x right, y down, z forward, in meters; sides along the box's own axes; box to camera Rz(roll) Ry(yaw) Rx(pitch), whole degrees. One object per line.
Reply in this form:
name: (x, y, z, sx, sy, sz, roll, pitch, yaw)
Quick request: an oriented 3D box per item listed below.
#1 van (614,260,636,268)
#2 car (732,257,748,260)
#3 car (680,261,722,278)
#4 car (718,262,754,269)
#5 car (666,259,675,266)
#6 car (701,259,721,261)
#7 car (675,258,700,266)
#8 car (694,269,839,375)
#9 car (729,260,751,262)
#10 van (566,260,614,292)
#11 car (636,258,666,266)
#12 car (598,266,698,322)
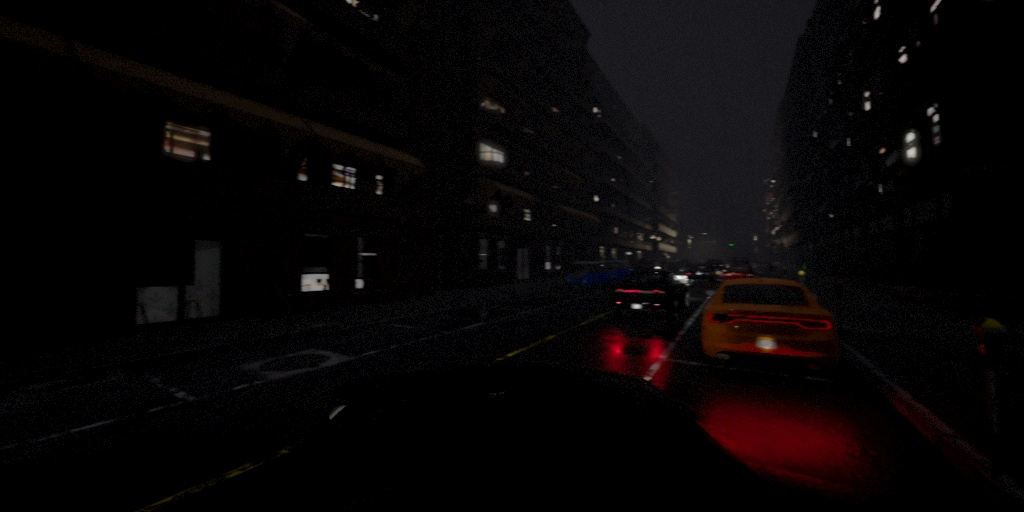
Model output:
van: (7.736, 1.211, 26.900, 1.690, 1.789, 3.998, 0, 0, 33)
car: (20.312, 1.156, 31.907, 1.967, 1.591, 4.097, 0, 0, 33)
car: (14.730, 1.310, 27.795, 2.033, 1.411, 5.357, -1, -1, 33)
car: (14.339, 1.258, 22.597, 1.888, 1.381, 4.507, 0, 0, 33)
car: (16.685, 1.191, 40.869, 2.192, 1.841, 5.009, 0, 0, 33)
car: (24.358, 1.127, 43.026, 2.097, 1.767, 4.553, -1, -1, 33)
car: (19.702, 1.320, 40.893, 2.128, 1.511, 4.902, -1, -1, 33)
car: (5.224, 1.193, 7.569, 1.882, 1.535, 5.008, -1, -1, 33)
car: (17.322, 1.259, 27.253, 1.888, 1.381, 4.507, 0, 0, 33)
van: (4.752, 1.212, 22.243, 1.690, 1.789, 3.998, 0, 0, 33)
car: (13.702, 1.188, 36.213, 2.192, 1.841, 5.009, 0, 0, 33)
car: (4.964, 1.260, 12.565, 2.128, 1.511, 4.902, -1, -1, 33)
